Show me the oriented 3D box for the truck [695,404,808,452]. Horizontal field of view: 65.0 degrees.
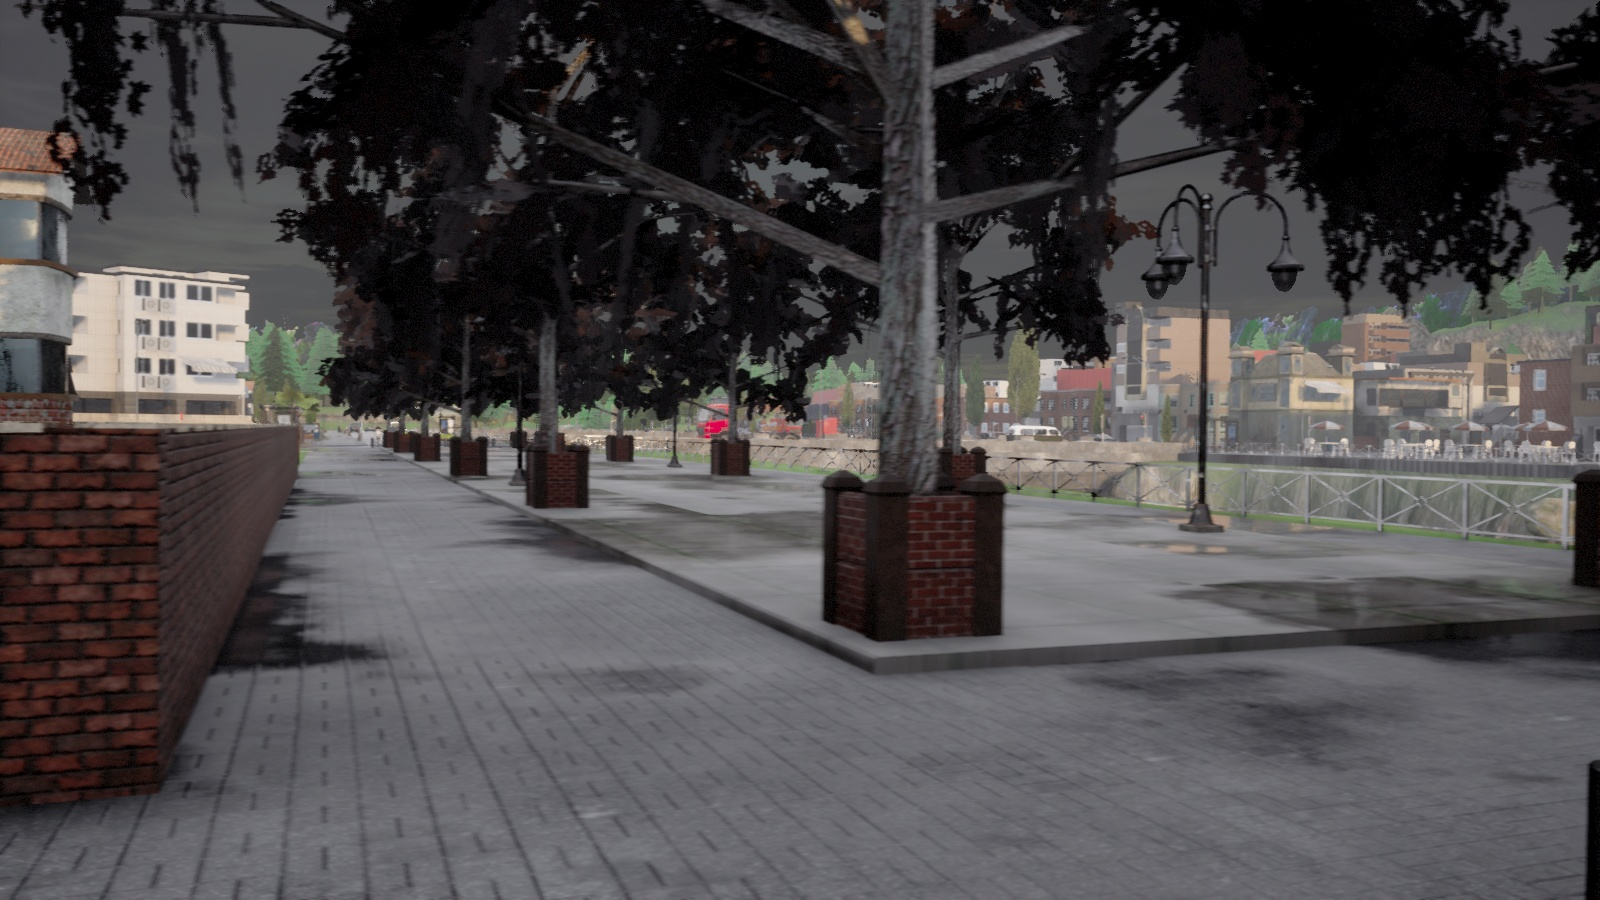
[{"bbox_3d":[-3.668,-1.686,94.743,7.936,3.462,2.891,-1,1,-19],"label":"truck"}]
